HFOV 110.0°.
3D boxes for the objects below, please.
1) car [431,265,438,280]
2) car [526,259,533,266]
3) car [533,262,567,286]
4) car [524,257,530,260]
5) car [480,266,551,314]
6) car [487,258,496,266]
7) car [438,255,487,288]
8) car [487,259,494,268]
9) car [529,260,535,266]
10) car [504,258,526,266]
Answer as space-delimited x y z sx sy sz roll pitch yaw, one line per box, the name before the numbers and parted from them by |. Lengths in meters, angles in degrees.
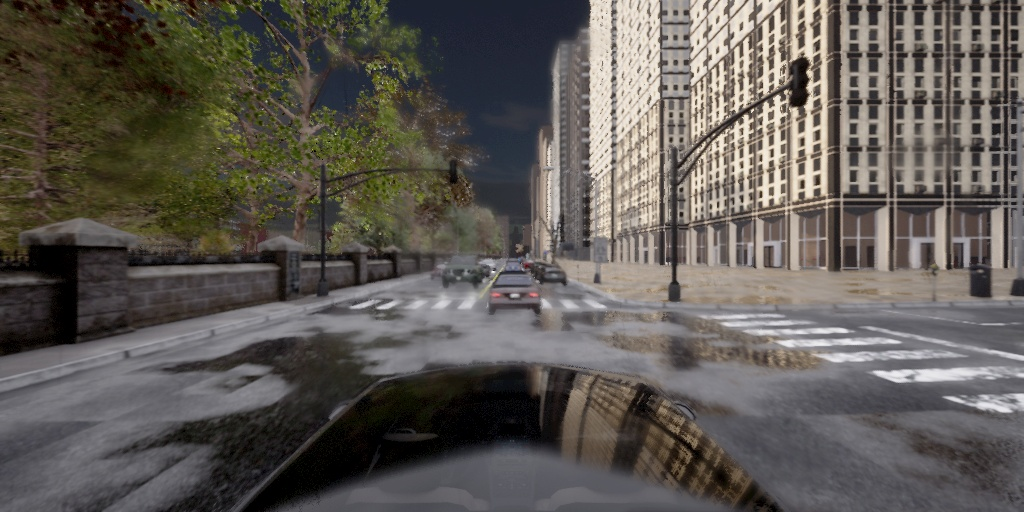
car | -5.681 1.285 30.298 1.802 1.307 4.207 0 0 0
car | 2.701 1.260 35.927 1.948 1.339 4.313 0 0 0
car | 2.697 1.277 24.662 1.948 1.339 4.313 0 0 0
car | 2.709 1.221 52.825 1.888 1.381 4.507 0 0 0
car | 0.106 1.276 13.656 2.033 1.411 5.357 0 0 0
car | -3.038 1.208 47.063 1.812 1.442 4.674 0 0 0
car | -3.087 0.934 23.547 2.150 2.045 5.566 0 0 0
car | -3.070 1.262 33.526 1.994 1.385 4.181 0 0 0
car | 2.699 1.268 30.295 1.948 1.339 4.313 0 0 0
car | 0.115 1.238 38.929 2.033 1.411 5.357 0 0 0
